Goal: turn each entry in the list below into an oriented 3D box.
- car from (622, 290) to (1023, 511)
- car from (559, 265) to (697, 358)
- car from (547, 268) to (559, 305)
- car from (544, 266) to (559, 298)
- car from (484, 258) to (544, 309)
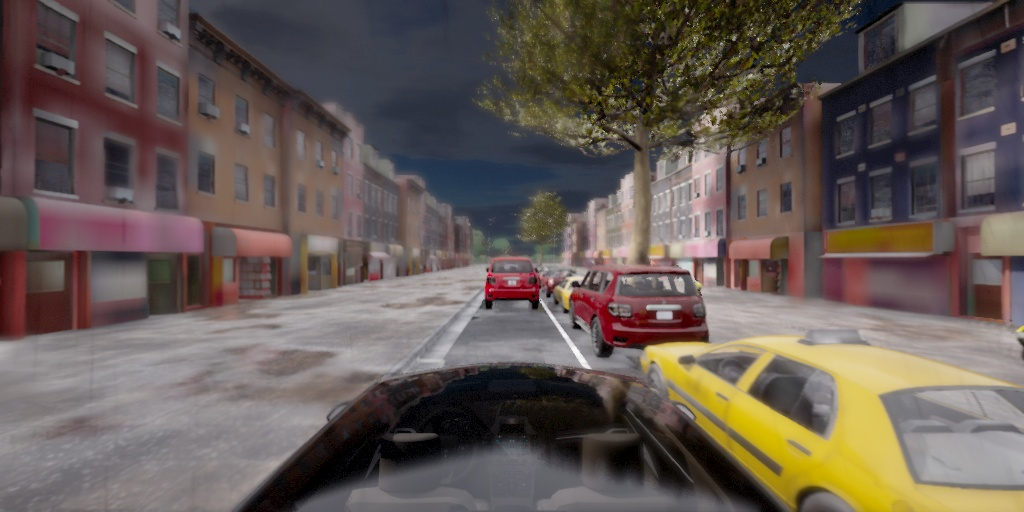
[{"bbox_3d":[2.638,1.287,3.200,1.751,1.417,4.829,0,0,0],"label":"car"},{"bbox_3d":[2.639,1.129,8.576,2.192,1.841,5.009,0,0,0],"label":"car"},{"bbox_3d":[2.641,1.391,14.291,1.751,1.417,4.829,0,0,0],"label":"car"},{"bbox_3d":[2.642,1.357,19.667,1.967,1.591,4.097,0,0,0],"label":"car"},{"bbox_3d":[0.004,1.099,15.870,2.150,2.045,5.566,0,0,0],"label":"car"}]
